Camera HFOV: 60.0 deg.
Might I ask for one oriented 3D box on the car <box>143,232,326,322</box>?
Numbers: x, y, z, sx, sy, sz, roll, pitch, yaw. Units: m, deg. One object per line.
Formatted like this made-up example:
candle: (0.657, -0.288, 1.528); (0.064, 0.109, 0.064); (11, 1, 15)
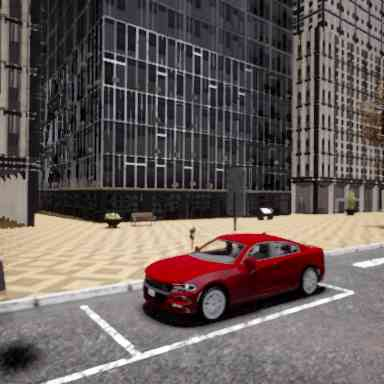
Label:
car: (1.101, 1.609, 7.343); (4.507, 1.381, 1.887); (1, -1, -35)
